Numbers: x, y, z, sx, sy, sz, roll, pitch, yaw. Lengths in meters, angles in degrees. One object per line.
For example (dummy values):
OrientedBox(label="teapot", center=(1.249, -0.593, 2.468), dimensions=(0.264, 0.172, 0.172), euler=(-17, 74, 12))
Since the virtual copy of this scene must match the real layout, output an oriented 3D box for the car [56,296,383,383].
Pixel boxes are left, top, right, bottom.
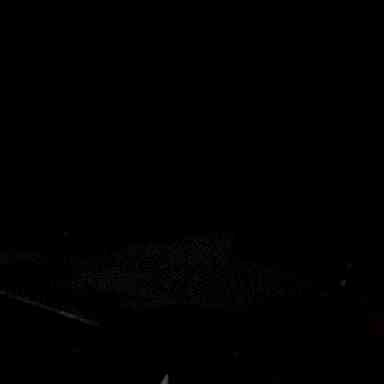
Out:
OrientedBox(label="car", center=(0.774, 1.547, 2.526), dimensions=(4.507, 1.381, 1.887), euler=(0, 0, 35))
